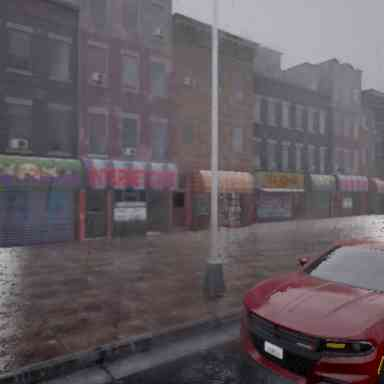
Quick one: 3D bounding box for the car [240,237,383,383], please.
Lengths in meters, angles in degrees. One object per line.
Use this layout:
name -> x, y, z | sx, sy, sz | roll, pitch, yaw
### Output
car -> 2.941, 1.486, 5.147 | 5.008, 1.535, 1.882 | 0, 0, -35
